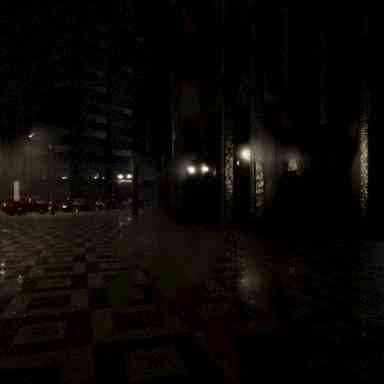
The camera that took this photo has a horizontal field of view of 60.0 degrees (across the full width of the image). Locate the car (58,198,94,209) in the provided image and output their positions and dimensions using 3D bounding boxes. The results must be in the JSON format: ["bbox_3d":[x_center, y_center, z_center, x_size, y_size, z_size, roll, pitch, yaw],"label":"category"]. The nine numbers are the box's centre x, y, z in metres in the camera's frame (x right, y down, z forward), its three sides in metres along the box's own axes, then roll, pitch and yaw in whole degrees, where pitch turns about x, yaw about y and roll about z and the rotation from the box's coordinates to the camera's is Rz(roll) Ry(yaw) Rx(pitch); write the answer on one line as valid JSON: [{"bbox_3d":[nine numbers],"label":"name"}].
[{"bbox_3d":[-16.037,1.538,46.115,1.887,1.381,4.507,0,0,35],"label":"car"}]

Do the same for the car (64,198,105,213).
[{"bbox_3d":[-12.250,1.569,36.606,1.947,1.339,4.313,0,0,35],"label":"car"}]

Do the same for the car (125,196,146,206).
[{"bbox_3d":[-9.619,1.427,55.390,1.967,1.590,4.097,0,0,35],"label":"car"}]

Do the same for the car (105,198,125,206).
[{"bbox_3d":[-12.828,1.572,50.753,1.802,1.307,4.206,0,0,35],"label":"car"}]

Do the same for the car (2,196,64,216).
[{"bbox_3d":[-15.460,1.322,31.967,2.192,1.841,5.009,0,0,35],"label":"car"}]
